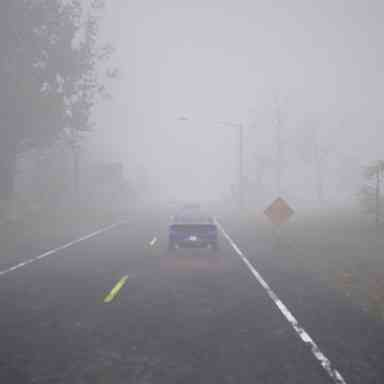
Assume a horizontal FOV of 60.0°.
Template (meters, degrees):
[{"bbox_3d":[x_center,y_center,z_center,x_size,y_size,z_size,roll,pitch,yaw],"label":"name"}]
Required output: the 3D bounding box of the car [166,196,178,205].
[{"bbox_3d":[-3.515,1.461,58.354,2.033,1.411,5.357,0,0,1],"label":"car"}]

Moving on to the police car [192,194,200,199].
[{"bbox_3d":[1.092,1.248,88.863,1.930,1.638,5.238,0,0,0],"label":"police car"}]

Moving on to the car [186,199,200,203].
[{"bbox_3d":[0.063,1.537,28.241,1.994,1.385,4.181,0,0,0],"label":"car"}]

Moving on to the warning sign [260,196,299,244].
[{"bbox_3d":[3.573,1.106,13.724,1.300,1.860,1.060,1,1,0],"label":"warning sign"}]

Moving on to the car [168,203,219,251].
[{"bbox_3d":[0.060,1.467,14.151,1.882,1.535,5.008,0,0,0],"label":"car"}]
